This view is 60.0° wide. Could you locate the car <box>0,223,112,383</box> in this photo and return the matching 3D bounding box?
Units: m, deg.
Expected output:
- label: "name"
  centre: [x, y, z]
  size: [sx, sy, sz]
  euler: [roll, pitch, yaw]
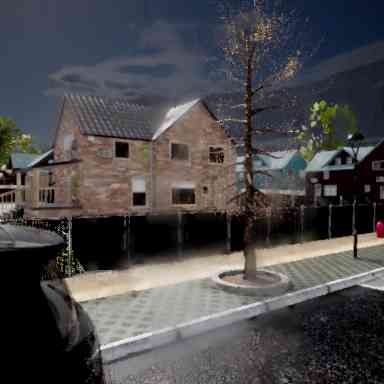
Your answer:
- label: "car"
  centre: [-2.999, 1.222, 0.925]
  size: [5.566, 2.045, 2.150]
  euler: [0, 0, -36]
